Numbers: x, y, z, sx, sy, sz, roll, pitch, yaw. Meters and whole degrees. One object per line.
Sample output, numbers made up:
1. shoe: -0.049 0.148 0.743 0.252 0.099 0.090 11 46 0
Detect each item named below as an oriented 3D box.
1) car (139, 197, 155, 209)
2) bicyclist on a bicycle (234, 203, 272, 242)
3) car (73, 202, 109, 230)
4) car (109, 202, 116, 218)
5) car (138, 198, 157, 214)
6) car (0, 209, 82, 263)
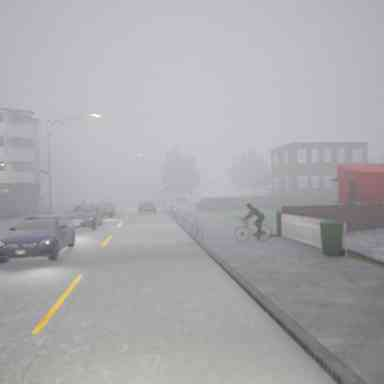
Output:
1. car: -6.532 1.575 48.131 2.128 1.511 4.902 -1 0 -8
2. bicyclist on a bicycle: 2.554 1.264 13.852 1.656 1.620 0.582 -2 0 -8
3. car: -7.031 1.627 21.894 2.128 1.511 4.902 -1 0 -8
4. car: -8.393 1.679 31.859 1.812 1.442 4.674 -1 0 -8
5. car: -5.005 1.626 37.443 1.994 1.385 4.181 -1 0 -7
6. car: -5.756 1.645 12.829 1.812 1.442 4.674 -1 0 -8
